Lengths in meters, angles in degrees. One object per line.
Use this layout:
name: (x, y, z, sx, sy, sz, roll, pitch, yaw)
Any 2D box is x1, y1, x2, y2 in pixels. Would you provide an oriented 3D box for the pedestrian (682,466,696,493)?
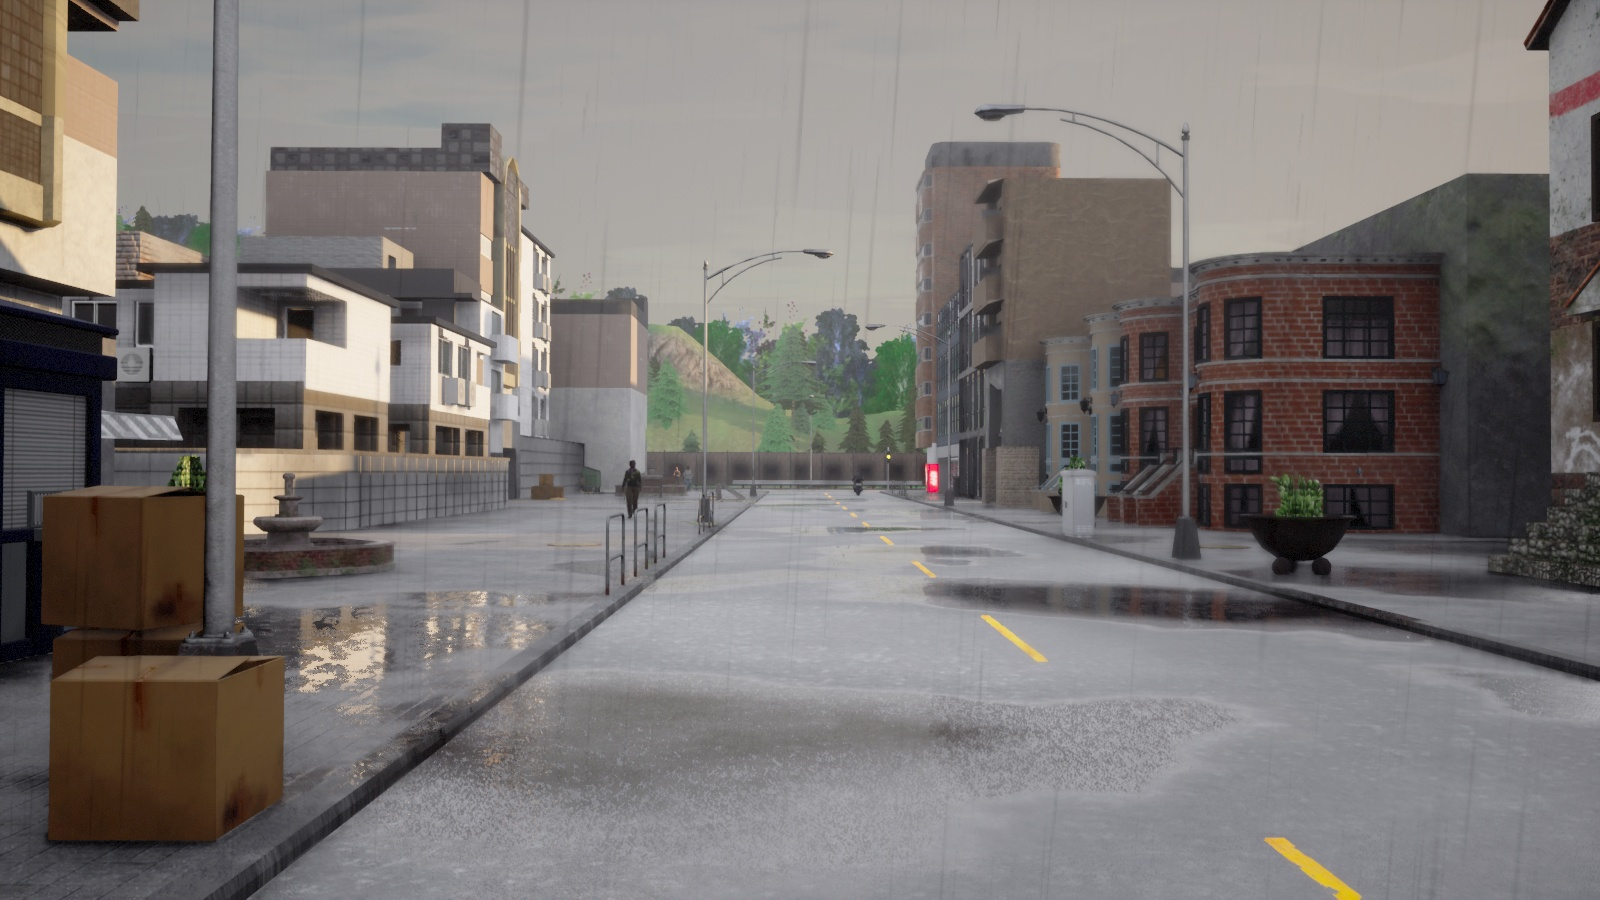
pedestrian: (-7.655, 2.006, 86.280, 0.874, 1.855, 0.900, 0, -1, -10)
